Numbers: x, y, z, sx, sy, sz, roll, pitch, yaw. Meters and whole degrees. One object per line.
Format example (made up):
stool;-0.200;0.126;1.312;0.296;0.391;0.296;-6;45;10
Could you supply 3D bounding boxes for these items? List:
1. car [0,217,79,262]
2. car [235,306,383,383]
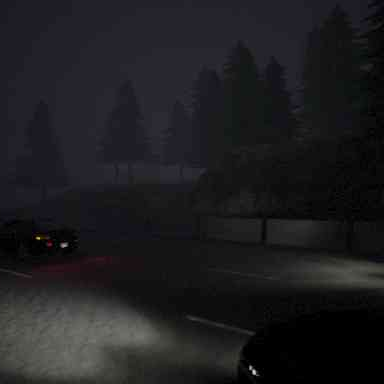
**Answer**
car;-6.265;1.678;12.758;4.674;1.442;1.812;-1;-1;35
car;2.616;1.481;2.127;4.902;1.511;2.128;-1;-1;35
